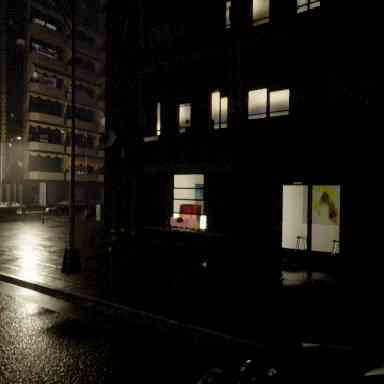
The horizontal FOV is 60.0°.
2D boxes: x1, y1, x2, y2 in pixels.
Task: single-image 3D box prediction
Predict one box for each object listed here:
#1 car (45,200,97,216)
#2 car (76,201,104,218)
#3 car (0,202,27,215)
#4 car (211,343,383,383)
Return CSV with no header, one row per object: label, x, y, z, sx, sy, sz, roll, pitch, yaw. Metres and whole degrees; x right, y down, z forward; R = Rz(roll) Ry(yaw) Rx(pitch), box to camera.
car,-13.117,1.653,35.385,2.128,1.511,4.902,1,0,36
car,-8.425,1.823,31.998,1.947,1.339,4.313,1,0,36
car,-18.453,1.624,32.420,2.008,1.369,4.403,1,0,36
car,1.995,1.551,1.610,4.403,1.369,2.008,0,1,35
